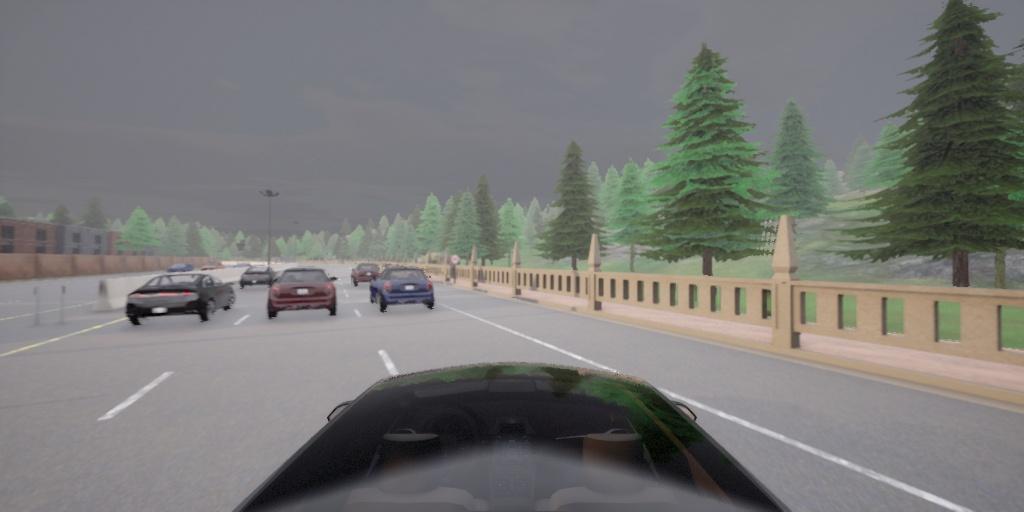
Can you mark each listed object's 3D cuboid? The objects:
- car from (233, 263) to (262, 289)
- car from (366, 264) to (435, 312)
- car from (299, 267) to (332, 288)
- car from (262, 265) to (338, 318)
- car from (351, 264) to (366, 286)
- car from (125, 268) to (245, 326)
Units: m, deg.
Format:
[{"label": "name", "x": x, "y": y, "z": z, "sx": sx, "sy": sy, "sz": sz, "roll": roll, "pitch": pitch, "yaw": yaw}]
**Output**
[{"label": "car", "x": -17.945, "y": 1.487, "z": 25.662, "sx": 2.128, "sy": 1.511, "sz": 4.902, "roll": 0, "pitch": -1, "yaw": -27}, {"label": "car", "x": -4.871, "y": 1.247, "z": 15.533, "sx": 2.097, "sy": 1.767, "sz": 4.553, "roll": 0, "pitch": -1, "yaw": -27}, {"label": "car", "x": -14.850, "y": 1.579, "z": 27.300, "sx": 1.994, "sy": 1.385, "sz": 4.181, "roll": 0, "pitch": -1, "yaw": -27}, {"label": "car", "x": -7.968, "y": 1.227, "z": 13.902, "sx": 2.097, "sy": 1.767, "sz": 4.553, "roll": 0, "pitch": -1, "yaw": -27}, {"label": "car", "x": -11.675, "y": 1.385, "z": 28.778, "sx": 2.097, "sy": 1.767, "sz": 4.553, "roll": 0, "pitch": -1, "yaw": -27}, {"label": "car", "x": -11.102, "y": 1.348, "z": 12.339, "sx": 2.128, "sy": 1.511, "sz": 4.902, "roll": 0, "pitch": -1, "yaw": -27}]
